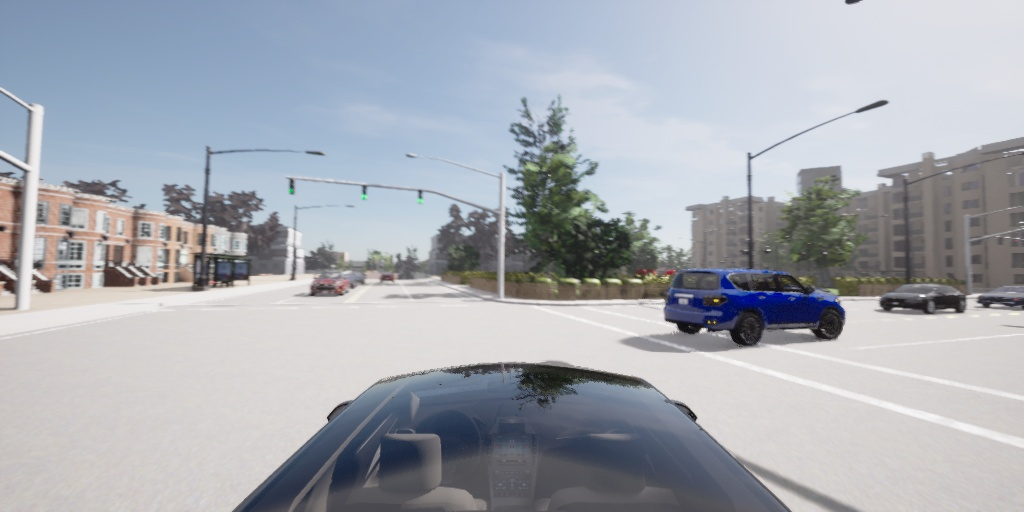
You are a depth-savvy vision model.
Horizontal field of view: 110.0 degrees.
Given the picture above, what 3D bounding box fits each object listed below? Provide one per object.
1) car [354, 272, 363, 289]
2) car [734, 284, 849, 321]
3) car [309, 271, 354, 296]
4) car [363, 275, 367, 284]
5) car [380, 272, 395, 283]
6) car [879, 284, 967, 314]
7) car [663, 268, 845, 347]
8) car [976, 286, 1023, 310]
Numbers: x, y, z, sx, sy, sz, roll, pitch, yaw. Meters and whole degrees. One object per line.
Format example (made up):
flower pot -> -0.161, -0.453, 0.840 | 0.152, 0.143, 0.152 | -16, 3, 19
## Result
car -> -16.064, 2.410, 34.880 | 2.033, 1.411, 5.357 | 2, -3, -19
car -> 12.596, 2.021, 16.192 | 4.674, 1.442, 1.812 | 2, -3, -19
car -> -13.004, 1.882, 25.806 | 2.097, 1.767, 4.553 | 2, -3, -18
car -> -19.137, 2.731, 44.199 | 1.812, 1.442, 4.674 | 2, -2, -18
car -> -17.361, 2.947, 49.962 | 1.882, 1.535, 5.008 | 2, -3, -19
car -> 22.254, 2.271, 19.421 | 4.892, 1.490, 1.837 | 2, -3, -18
car -> 7.253, 1.417, 10.819 | 5.566, 2.045, 2.150 | 2, -3, -20
car -> 32.047, 2.588, 22.661 | 5.357, 1.411, 2.033 | 2, -2, -18
